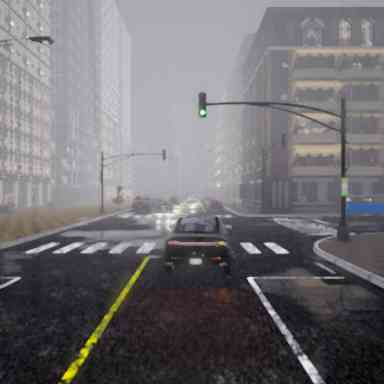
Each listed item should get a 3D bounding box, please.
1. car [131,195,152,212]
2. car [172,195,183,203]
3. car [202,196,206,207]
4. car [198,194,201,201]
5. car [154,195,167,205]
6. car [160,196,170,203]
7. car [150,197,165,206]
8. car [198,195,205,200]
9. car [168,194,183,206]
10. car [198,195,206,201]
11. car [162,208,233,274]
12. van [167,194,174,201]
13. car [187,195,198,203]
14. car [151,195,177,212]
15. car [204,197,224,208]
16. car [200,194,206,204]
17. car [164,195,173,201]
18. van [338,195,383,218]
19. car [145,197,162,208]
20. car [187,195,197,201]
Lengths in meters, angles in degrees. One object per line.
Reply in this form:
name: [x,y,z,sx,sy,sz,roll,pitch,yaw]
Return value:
car: [-5.708,1.311,38.641,2.192,1.841,5.009,0,0,0]
car: [-3.022,1.527,71.673,2.128,1.511,4.902,0,0,0]
car: [2.671,1.542,44.170,1.887,1.381,4.507,0,0,0]
car: [2.664,1.576,66.280,1.947,1.339,4.313,0,0,0]
car: [-5.715,1.446,60.751,1.967,1.590,4.097,0,0,0]
car: [-5.718,1.541,71.636,1.752,1.417,4.829,0,0,0]
car: [-5.712,1.568,55.224,1.947,1.339,4.313,0,0,0]
car: [2.657,1.590,93.918,2.008,1.369,4.403,0,0,0]
car: [-3.057,1.481,57.006,1.882,1.535,5.008,0,0,1]
car: [2.658,1.577,88.391,1.887,1.381,4.507,0,0,0]
car: [0.256,1.487,10.536,2.128,1.511,4.902,0,0,4]
van: [-5.723,1.373,88.390,1.690,1.788,3.998,0,0,0]
car: [-0.023,1.607,68.972,1.895,1.301,4.718,0,0,0]
car: [-3.113,1.485,38.147,2.128,1.511,4.902,0,0,-2]
car: [2.673,1.541,38.642,1.887,1.381,4.507,0,0,0]
car: [2.669,1.439,49.697,1.967,1.590,4.097,0,0,0]
car: [-5.721,1.571,82.862,1.887,1.381,4.507,0,0,0]
van: [13.700,1.104,26.201,3.998,1.788,1.690,-1,1,0]
car: [-5.711,1.544,49.695,1.887,1.381,4.507,0,0,0]
car: [-0.025,1.398,78.947,2.128,1.511,4.902,0,0,0]
